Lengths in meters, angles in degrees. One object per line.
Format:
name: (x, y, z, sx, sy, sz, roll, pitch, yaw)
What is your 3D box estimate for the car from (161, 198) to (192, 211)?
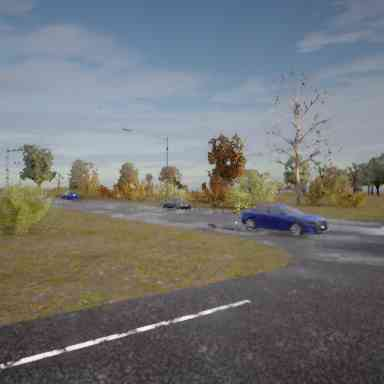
car: (-1.879, 1.401, 38.921, 1.994, 1.385, 4.181, 0, 0, -37)

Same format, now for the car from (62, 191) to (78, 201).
car: (-25.996, 0.845, 70.853, 2.150, 2.045, 5.566, 0, 0, -37)

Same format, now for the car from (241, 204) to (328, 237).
car: (4.924, 1.431, 18.297, 1.882, 1.535, 5.008, 0, 0, -37)
